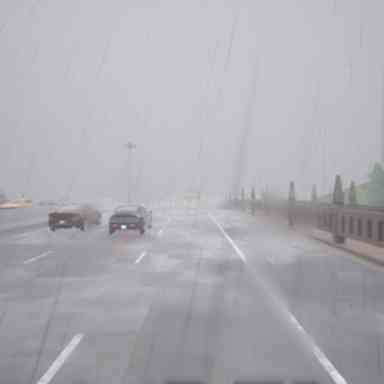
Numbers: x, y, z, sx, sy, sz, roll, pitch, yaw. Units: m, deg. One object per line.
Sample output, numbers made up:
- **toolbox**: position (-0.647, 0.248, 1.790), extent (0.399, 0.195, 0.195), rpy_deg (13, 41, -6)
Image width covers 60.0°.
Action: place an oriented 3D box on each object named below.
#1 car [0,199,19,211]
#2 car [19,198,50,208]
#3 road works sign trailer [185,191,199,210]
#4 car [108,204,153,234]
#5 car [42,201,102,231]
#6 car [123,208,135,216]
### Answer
- **car**: position (-17.580, 1.418, 34.030), extent (1.882, 1.535, 5.008), rpy_deg (0, 0, 0)
- **car**: position (-14.086, 1.508, 31.473), extent (1.994, 1.385, 4.181), rpy_deg (0, 0, 0)
- **road works sign trailer**: position (0.014, 1.568, 58.678), extent (2.380, 3.560, 2.880), rpy_deg (0, -6, 0)
- **car**: position (-3.396, 1.472, 18.940), extent (1.837, 1.490, 4.892), rpy_deg (0, 0, 0)
- **car**: position (-6.896, 1.442, 20.133), extent (1.882, 1.535, 5.008), rpy_deg (0, 0, 0)
- **car**: position (-13.982, 4.493, 74.014), extent (1.895, 1.301, 4.718), rpy_deg (0, -7, 0)
